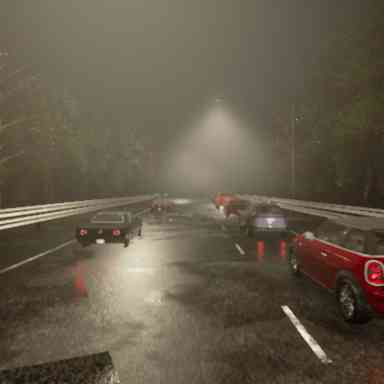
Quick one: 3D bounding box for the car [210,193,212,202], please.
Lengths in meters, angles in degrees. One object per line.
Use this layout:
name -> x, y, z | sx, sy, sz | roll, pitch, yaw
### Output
car -> 4.141, 1.152, 50.187 | 1.837, 1.490, 4.892 | 0, 0, 1

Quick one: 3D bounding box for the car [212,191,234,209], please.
car -> 3.901, 0.949, 39.263 | 2.150, 2.045, 5.566 | 0, 0, 1

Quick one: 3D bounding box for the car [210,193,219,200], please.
car -> 4.791, 0.966, 72.087 | 1.882, 1.535, 5.008 | 0, 0, 2

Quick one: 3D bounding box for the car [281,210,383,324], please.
car -> 3.631, 1.303, 7.186 | 2.097, 1.767, 4.553 | 0, 0, 1

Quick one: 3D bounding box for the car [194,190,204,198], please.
car -> 1.612, 0.493, 81.421 | 2.150, 2.045, 5.566 | 0, 0, 2

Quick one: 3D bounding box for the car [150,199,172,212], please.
car -> -3.087, 1.363, 34.176 | 1.895, 1.301, 4.718 | 0, 0, 1

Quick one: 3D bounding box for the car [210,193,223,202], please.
car -> 4.438, 1.060, 61.138 | 2.128, 1.511, 4.902 | 0, 0, 2

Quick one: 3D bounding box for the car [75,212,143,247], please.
car -> -3.332, 1.501, 14.423 | 1.895, 1.301, 4.718 | 0, 0, 0

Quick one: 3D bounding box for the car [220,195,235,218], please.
car -> 3.716, 1.283, 28.281 | 1.882, 1.535, 5.008 | 0, 0, 1

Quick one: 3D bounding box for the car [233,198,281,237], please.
car -> 3.587, 1.313, 17.327 | 2.033, 1.649, 4.856 | 0, 0, 1
